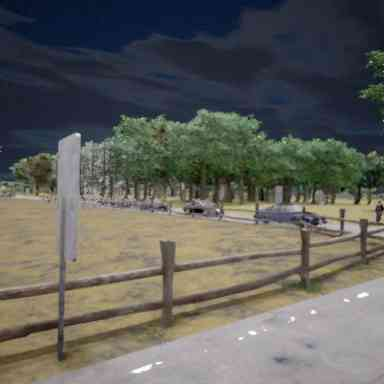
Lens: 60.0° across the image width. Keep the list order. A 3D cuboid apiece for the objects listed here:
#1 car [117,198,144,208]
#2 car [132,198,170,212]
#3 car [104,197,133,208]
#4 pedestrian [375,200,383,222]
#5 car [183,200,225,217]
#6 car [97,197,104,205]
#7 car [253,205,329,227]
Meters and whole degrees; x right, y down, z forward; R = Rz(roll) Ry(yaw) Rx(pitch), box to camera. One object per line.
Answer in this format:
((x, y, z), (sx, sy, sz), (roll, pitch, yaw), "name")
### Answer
((-9.577, 1.655, 51.282), (2.033, 1.411, 5.357), (2, -1, -35), "car")
((-4.698, 1.583, 39.473), (2.033, 1.411, 5.357), (2, -1, -35), "car")
((-10.516, 1.535, 47.683), (1.837, 1.490, 4.892), (2, -1, -35), "car")
((13.580, 1.469, 24.166), (0.375, 1.860, 0.375), (2, -1, -36), "pedestrian")
((1.092, 1.532, 31.365), (2.128, 1.511, 4.902), (2, -1, -36), "car")
((-15.433, 1.580, 59.395), (2.128, 1.511, 4.902), (2, -1, -36), "car")
((6.753, 1.591, 23.384), (2.033, 1.411, 5.357), (2, -1, -34), "car")
